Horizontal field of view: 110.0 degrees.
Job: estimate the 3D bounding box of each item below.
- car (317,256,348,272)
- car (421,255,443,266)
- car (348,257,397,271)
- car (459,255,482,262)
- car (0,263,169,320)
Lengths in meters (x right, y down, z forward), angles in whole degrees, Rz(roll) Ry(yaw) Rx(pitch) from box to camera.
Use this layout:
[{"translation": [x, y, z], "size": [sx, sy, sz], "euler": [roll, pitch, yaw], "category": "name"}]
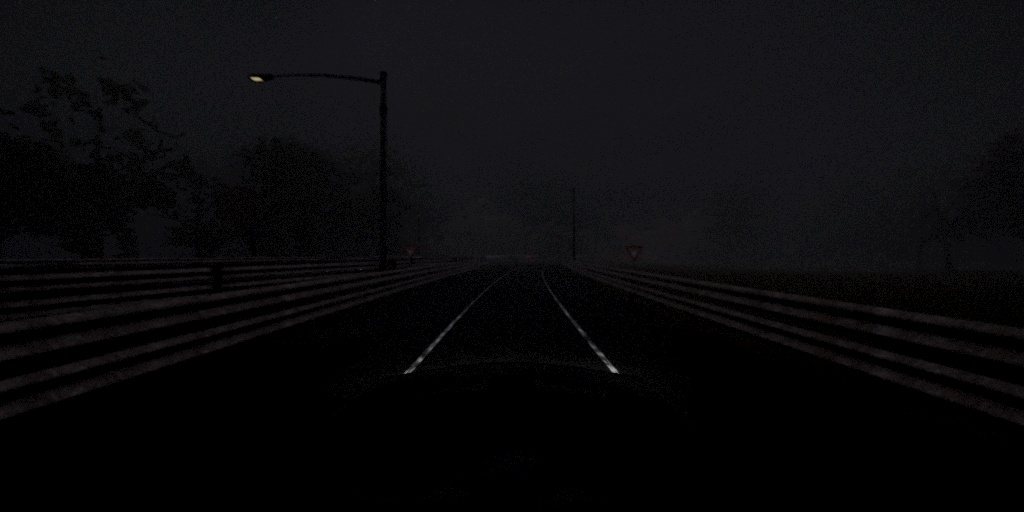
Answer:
[{"translation": [-16.195, 0.735, 33.818], "size": [2.128, 1.511, 4.902], "euler": [0, 0, 12], "category": "car"}, {"translation": [-11.904, 0.652, 53.308], "size": [2.128, 1.511, 4.902], "euler": [0, 0, 13], "category": "car"}, {"translation": [-12.728, 0.858, 33.433], "size": [1.895, 1.301, 4.718], "euler": [0, 0, 12], "category": "car"}, {"translation": [-7.051, 0.641, 58.610], "size": [2.128, 1.511, 4.902], "euler": [0, 0, 14], "category": "car"}, {"translation": [-13.530, 0.920, 10.513], "size": [2.033, 1.411, 5.357], "euler": [0, 0, 10], "category": "car"}]
